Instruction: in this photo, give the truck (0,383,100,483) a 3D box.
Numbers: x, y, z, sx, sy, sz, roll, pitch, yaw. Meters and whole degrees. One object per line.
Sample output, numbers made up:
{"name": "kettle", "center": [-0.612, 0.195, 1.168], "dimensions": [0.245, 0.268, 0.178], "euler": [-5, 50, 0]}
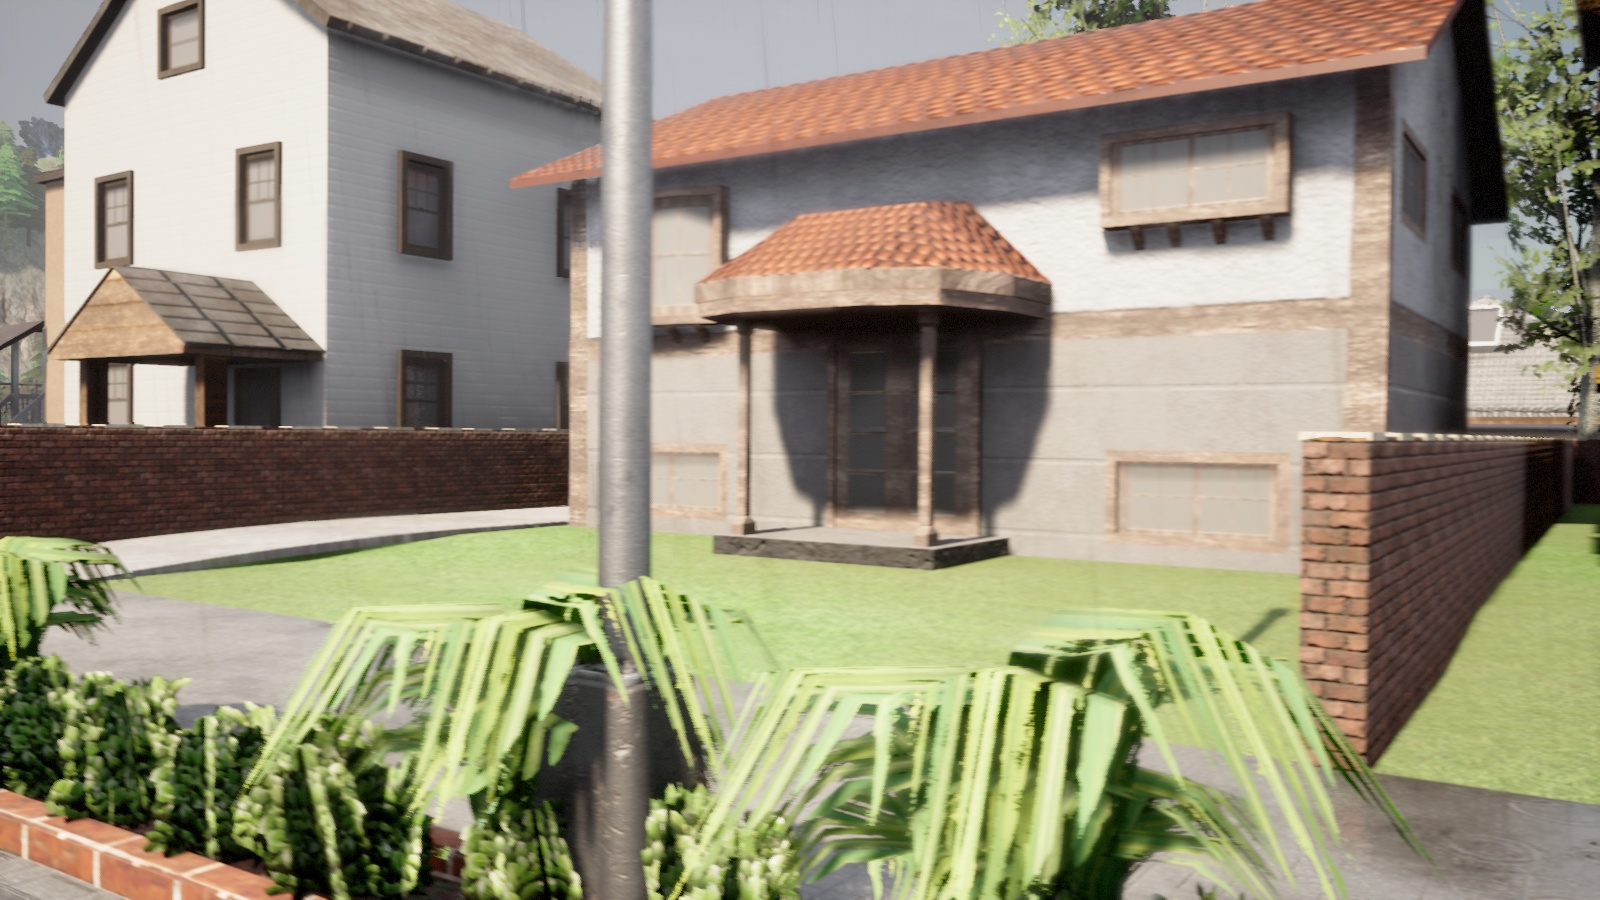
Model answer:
{"name": "truck", "center": [-29.187, -0.583, 43.709], "dimensions": [2.891, 3.462, 7.936], "euler": [0, 1, 34]}
